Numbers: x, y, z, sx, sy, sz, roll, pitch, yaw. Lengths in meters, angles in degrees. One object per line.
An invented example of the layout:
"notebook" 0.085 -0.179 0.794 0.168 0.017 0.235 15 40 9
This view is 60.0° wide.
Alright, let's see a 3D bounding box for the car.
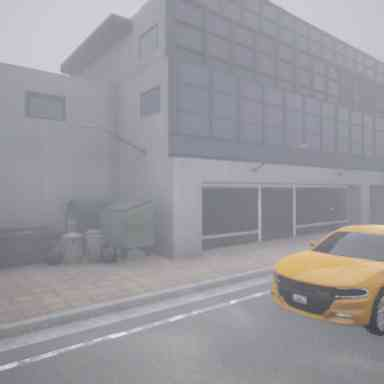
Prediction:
"car" 3.717 1.447 6.873 5.008 1.535 1.882 0 0 -37
